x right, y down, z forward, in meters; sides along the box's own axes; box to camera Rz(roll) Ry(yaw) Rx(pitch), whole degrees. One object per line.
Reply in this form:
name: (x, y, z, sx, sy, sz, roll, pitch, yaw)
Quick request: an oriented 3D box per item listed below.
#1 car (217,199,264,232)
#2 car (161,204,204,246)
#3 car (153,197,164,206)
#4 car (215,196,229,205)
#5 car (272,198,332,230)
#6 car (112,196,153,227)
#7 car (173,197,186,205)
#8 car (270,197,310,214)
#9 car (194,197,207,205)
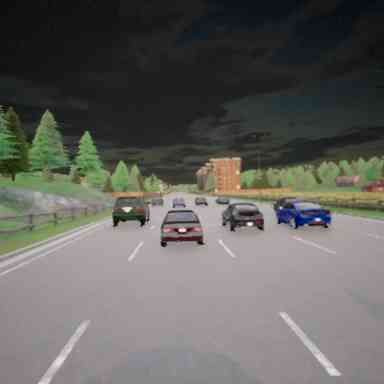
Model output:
car: (2.880, 1.397, 19.564, 1.837, 1.490, 4.892, -2, 0, -2)
car: (-0.470, 1.539, 15.463, 2.033, 1.411, 5.357, -2, 0, -2)
car: (-5.688, 1.574, 55.538, 2.128, 1.511, 4.902, -2, 0, -2)
car: (4.921, 1.352, 53.197, 1.994, 1.385, 4.181, -2, 0, -2)
car: (6.379, 1.271, 19.616, 1.882, 1.535, 5.008, -2, 0, -3)
car: (-4.344, 1.310, 24.332, 2.150, 2.045, 5.566, -2, 0, -2)
car: (-1.947, 1.533, 50.045, 2.033, 1.411, 5.357, -2, 0, -2)
car: (9.331, 1.240, 32.244, 2.033, 1.411, 5.357, -2, 0, -2)
car: (1.398, 1.434, 53.651, 2.033, 1.411, 5.357, -2, 0, -2)
